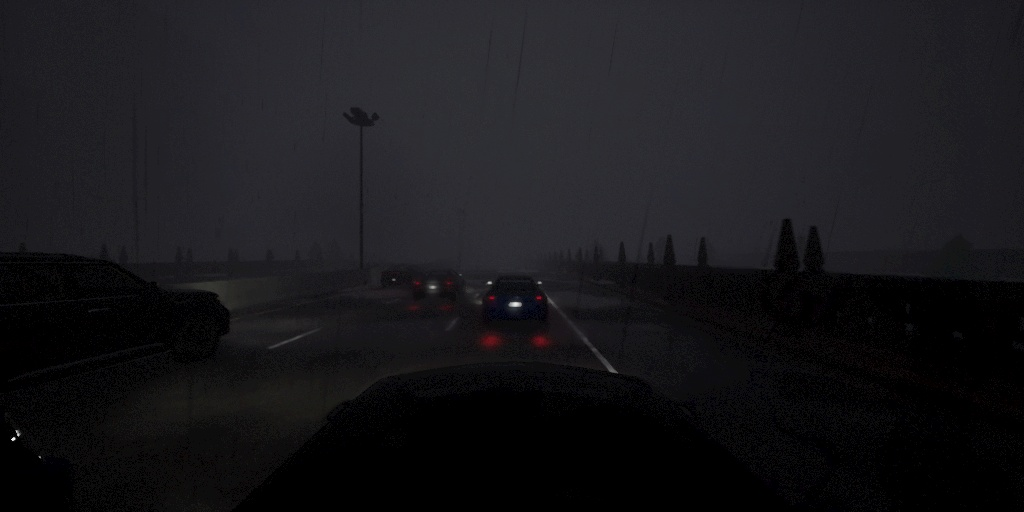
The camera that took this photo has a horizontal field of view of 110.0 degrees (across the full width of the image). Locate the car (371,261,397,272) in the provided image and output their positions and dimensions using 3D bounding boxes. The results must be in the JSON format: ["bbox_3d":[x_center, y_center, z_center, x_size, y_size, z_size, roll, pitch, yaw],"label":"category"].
[{"bbox_3d":[-17.581,1.371,49.394,1.994,1.385,4.181,0,0,0],"label":"car"}]

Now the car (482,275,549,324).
[{"bbox_3d":[0.097,1.315,11.972,1.994,1.385,4.181,0,0,0],"label":"car"}]

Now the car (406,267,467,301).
[{"bbox_3d":[-3.403,1.318,17.405,1.994,1.385,4.181,0,0,0],"label":"car"}]

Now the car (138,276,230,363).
[{"bbox_3d":[-6.900,0.971,5.006,2.150,2.045,5.566,0,0,0],"label":"car"}]

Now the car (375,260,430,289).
[{"bbox_3d":[-6.906,1.235,23.415,1.882,1.535,5.008,0,0,0],"label":"car"}]

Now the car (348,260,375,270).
[{"bbox_3d":[-14.099,1.338,35.525,1.994,1.385,4.181,0,0,0],"label":"car"}]

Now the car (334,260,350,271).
[{"bbox_3d":[-21.082,1.292,46.313,2.128,1.511,4.902,0,0,0],"label":"car"}]
